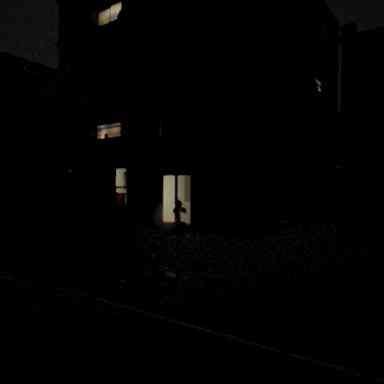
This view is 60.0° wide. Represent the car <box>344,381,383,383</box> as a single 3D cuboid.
[{"bbox_3d":[2.656,1.526,0.976,4.829,1.417,1.752,0,1,36],"label":"car"}]
